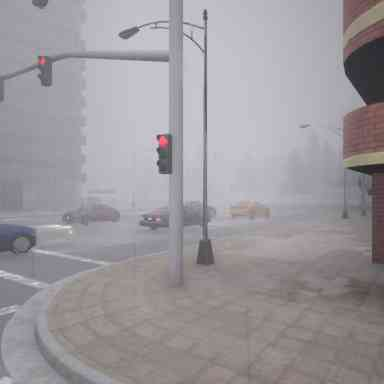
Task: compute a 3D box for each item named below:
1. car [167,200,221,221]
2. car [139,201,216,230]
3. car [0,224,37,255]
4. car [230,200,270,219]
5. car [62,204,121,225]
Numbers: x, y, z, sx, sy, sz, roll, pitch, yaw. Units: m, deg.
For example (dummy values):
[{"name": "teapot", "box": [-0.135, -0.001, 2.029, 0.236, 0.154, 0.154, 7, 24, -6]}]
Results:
[{"name": "car", "box": [0.253, 1.491, 28.178, 2.128, 1.511, 4.902, 0, 0, 36]}, {"name": "car", "box": [-0.886, 1.547, 20.605, 2.033, 1.411, 5.357, 0, 0, 36]}, {"name": "car", "box": [-7.763, 1.478, 11.056, 1.882, 1.535, 5.008, 0, 0, 36]}, {"name": "car", "box": [5.130, 1.478, 28.961, 1.882, 1.535, 5.008, 0, 0, 36]}, {"name": "car", "box": [-7.213, 1.564, 24.111, 1.994, 1.385, 4.181, 0, 0, 36]}]
